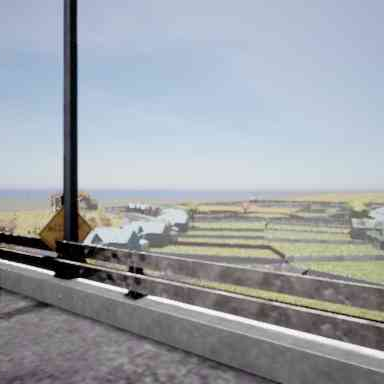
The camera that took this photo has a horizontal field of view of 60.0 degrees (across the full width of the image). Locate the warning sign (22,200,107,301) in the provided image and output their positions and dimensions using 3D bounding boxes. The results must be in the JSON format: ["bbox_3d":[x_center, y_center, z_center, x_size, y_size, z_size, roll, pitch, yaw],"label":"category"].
[{"bbox_3d":[-2.680,1.119,7.077,1.060,1.860,1.300,0,0,36],"label":"warning sign"}]
